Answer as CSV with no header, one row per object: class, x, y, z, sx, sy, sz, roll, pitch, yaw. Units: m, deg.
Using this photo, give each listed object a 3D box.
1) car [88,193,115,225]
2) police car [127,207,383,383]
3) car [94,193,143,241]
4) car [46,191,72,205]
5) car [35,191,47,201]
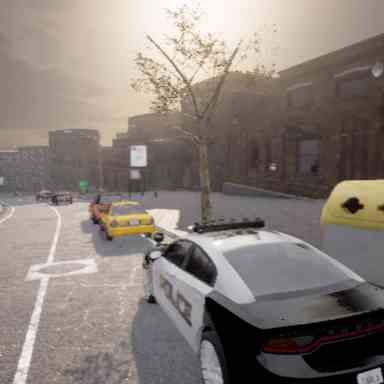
car,-5.038,0.844,20.016,2.097,1.767,4.553,-3,2,-21
police car,0.508,1.223,5.056,1.930,1.638,5.238,-3,2,-20
car,-3.004,1.062,14.552,1.801,1.575,5.366,-3,2,-20
car,-15.776,0.679,40.157,2.128,1.511,4.902,-4,3,-30
car,-22.647,0.585,51.035,1.837,1.490,4.892,-5,3,-36
